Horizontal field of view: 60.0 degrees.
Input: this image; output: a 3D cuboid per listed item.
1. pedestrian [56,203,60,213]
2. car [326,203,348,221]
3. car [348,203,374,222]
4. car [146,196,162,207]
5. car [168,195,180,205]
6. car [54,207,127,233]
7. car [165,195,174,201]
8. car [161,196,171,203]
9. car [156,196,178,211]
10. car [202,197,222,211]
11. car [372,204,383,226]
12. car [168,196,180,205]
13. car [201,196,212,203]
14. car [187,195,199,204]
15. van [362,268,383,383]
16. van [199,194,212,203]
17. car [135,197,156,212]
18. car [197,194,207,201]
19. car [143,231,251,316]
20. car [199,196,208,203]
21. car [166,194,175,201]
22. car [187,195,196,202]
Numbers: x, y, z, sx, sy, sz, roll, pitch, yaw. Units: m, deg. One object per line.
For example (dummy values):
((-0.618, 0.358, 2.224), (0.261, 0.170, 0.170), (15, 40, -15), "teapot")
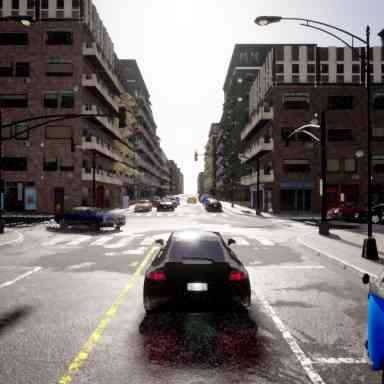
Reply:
((-12.596, 1.598, 31.362), (0.500, 1.100, 0.500), (0, -1, 1), "pedestrian")
((13.591, 1.609, 28.160), (4.097, 1.590, 1.967), (0, -1, 1), "car")
((15.063, 1.636, 25.552), (4.892, 1.490, 1.837), (0, -1, 0), "car")
((-5.768, 1.461, 51.225), (1.967, 1.590, 4.097), (1, 0, 0), "car")
((-3.186, 1.498, 49.651), (1.882, 1.535, 5.008), (0, 0, 0), "car")
((-6.117, 1.607, 20.043), (4.718, 1.301, 1.895), (0, 0, 35), "car")
((-5.831, 1.591, 85.080), (2.008, 1.369, 4.403), (1, 0, 0), "car")
((-5.810, 1.578, 73.795), (1.887, 1.381, 4.507), (1, 0, 0), "car")
((-3.173, 1.580, 40.934), (1.994, 1.385, 4.181), (0, 0, 0), "car")
((2.631, 1.581, 39.955), (1.947, 1.339, 4.313), (1, 0, 0), "car")
((13.502, 1.584, 19.778), (4.313, 1.339, 1.947), (0, -1, 1), "car")
((-3.178, 1.503, 60.028), (1.882, 1.535, 5.008), (0, 0, 0), "car")
((2.620, 1.569, 45.598), (2.008, 1.369, 4.403), (1, 0, 0), "car")
((-0.022, 1.507, 67.084), (1.882, 1.535, 5.008), (0, 0, 0), "car")
((2.670, 1.342, 2.008), (1.690, 1.788, 3.998), (1, 0, 0), "van")
((2.604, 1.365, 56.882), (1.690, 1.788, 3.998), (1, 0, 0), "van")
((-5.748, 1.541, 39.769), (1.752, 1.417, 4.829), (1, 0, 0), "car")
((2.553, 1.355, 85.095), (2.192, 1.841, 5.009), (1, 0, 0), "car")
((0.087, 1.566, 7.610), (1.994, 1.385, 4.181), (0, 0, 0), "car")
((2.569, 1.615, 73.810), (1.802, 1.307, 4.206), (1, 0, 0), "car")
((-5.839, 1.484, 90.724), (1.967, 1.590, 4.097), (1, 0, 0), "car")
((-0.146, 1.562, 80.485), (2.128, 1.511, 4.902), (0, 0, 0), "car")
